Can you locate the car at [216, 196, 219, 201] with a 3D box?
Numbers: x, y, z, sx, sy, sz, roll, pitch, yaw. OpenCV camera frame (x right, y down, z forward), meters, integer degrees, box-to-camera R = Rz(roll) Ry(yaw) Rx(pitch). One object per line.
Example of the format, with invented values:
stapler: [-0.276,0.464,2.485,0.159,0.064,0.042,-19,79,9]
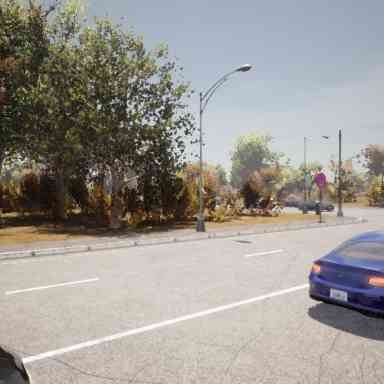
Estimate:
car: [3.980,1.459,56.278,1.812,1.442,4.674,0,1,-32]

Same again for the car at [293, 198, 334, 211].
car: [14.613,1.564,39.458,1.994,1.385,4.181,0,0,-32]

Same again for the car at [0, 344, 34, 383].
car: [-3.315,1.492,1.381,4.902,1.511,2.128,0,0,-36]

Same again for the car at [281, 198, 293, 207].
car: [14.114,1.545,47.172,2.033,1.411,5.357,0,0,-32]

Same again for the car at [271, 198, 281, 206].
car: [9.495,1.216,47.548,2.150,2.045,5.566,0,0,-33]

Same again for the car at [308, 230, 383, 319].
car: [4.283,1.526,6.809,4.674,1.442,1.812,0,0,-36]
